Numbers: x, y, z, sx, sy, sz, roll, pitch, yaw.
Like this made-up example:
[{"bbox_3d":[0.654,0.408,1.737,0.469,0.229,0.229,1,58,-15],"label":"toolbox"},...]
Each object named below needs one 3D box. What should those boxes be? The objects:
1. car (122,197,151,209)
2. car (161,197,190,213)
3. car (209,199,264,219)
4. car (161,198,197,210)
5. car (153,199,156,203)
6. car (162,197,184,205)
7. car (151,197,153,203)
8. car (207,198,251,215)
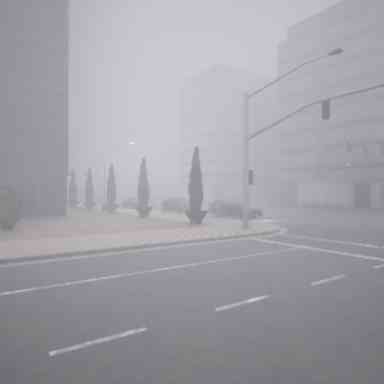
[{"bbox_3d":[-7.981,1.605,46.118,1.895,1.301,4.718,0,0,-35],"label":"car"},{"bbox_3d":[-1.553,1.356,36.900,2.097,1.767,4.553,0,0,-35],"label":"car"},{"bbox_3d":[3.806,1.552,29.182,2.033,1.411,5.357,0,0,-34],"label":"car"},{"bbox_3d":[-1.798,1.553,43.366,2.033,1.411,5.357,0,0,-35],"label":"car"},{"bbox_3d":[-9.103,1.608,66.460,1.895,1.301,4.718,0,0,-34],"label":"car"},{"bbox_3d":[-3.448,1.571,58.293,1.994,1.385,4.181,0,0,-34],"label":"car"},{"bbox_3d":[-8.626,1.483,53.191,1.882,1.535,5.008,0,0,-35],"label":"car"},{"bbox_3d":[3.825,1.483,35.308,1.882,1.535,5.008,0,0,-35],"label":"car"}]
